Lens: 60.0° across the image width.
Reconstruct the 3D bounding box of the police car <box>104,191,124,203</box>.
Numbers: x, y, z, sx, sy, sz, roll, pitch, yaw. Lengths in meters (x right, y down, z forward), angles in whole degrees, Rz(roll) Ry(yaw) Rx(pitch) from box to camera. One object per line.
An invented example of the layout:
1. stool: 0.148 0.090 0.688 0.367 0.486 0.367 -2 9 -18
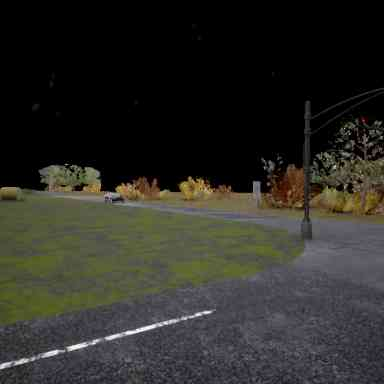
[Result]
1. police car: -11.649 0.744 49.739 1.930 1.638 5.238 1 0 -32
